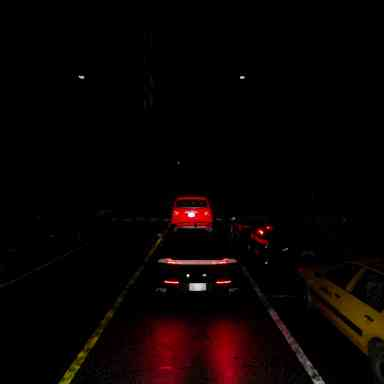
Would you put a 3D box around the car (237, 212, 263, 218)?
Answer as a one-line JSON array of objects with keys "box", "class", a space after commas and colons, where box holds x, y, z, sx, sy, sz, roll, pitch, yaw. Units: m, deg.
[{"box": [2.861, 1.576, 15.814, 1.802, 1.307, 4.206, -1, 0, 0], "class": "car"}]

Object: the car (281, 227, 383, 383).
[{"box": [2.864, 1.524, 4.812, 1.752, 1.417, 4.829, -1, 0, 0], "class": "car"}]

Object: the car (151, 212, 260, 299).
[{"box": [0.096, 1.489, 8.400, 2.128, 1.511, 4.902, 0, 0, 0], "class": "car"}]

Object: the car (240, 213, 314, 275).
[{"box": [2.863, 1.562, 10.228, 1.947, 1.339, 4.313, -1, 0, 0], "class": "car"}]

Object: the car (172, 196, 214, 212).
[{"box": [0.061, 1.214, 18.749, 2.150, 2.045, 5.566, 0, 0, 2], "class": "car"}]

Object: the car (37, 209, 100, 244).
[{"box": [-5.685, 1.539, 15.808, 1.887, 1.381, 4.507, -1, 0, 0], "class": "car"}]
